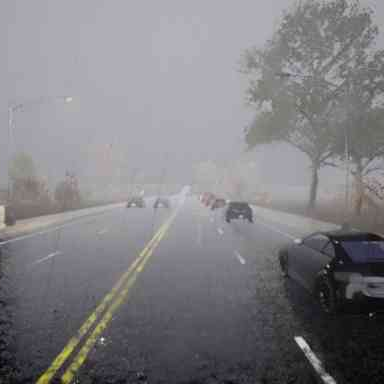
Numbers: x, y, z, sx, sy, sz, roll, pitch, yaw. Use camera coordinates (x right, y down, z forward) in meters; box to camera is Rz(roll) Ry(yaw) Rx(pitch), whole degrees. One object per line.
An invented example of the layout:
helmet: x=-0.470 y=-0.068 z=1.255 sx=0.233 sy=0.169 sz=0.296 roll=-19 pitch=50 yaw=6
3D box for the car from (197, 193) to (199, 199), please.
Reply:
car: x=2.734 y=1.185 z=71.345 sx=1.882 sy=1.535 sz=5.008 roll=0 pitch=0 yaw=-1

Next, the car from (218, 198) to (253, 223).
car: x=3.282 y=1.414 z=24.650 sx=1.837 sy=1.490 sz=4.892 roll=0 pitch=0 yaw=0

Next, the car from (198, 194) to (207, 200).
car: x=2.590 y=1.155 z=82.345 sx=1.837 sy=1.490 sz=4.892 roll=0 pitch=0 yaw=-1

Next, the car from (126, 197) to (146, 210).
car: x=-6.761 y=1.341 z=40.712 sx=2.128 sy=1.511 sz=4.902 roll=0 pitch=0 yaw=0

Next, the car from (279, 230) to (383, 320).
car: x=3.341 y=1.537 z=7.399 sx=1.994 sy=1.385 sz=4.181 roll=0 pitch=0 yaw=0

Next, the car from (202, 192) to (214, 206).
car: x=2.998 y=1.242 z=49.331 sx=2.033 sy=1.649 sz=4.856 roll=0 pitch=0 yaw=-1

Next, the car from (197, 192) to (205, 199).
car: x=2.447 y=0.944 z=93.313 sx=2.097 sy=1.767 sz=4.553 roll=0 pitch=0 yaw=-1

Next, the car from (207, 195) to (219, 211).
car: x=3.097 y=1.383 z=38.321 sx=1.812 sy=1.442 sz=4.674 roll=0 pitch=0 yaw=0

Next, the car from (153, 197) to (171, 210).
car: x=-3.503 y=1.345 z=39.442 sx=2.128 sy=1.511 sz=4.902 roll=0 pitch=0 yaw=0

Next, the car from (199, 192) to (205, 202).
car: x=2.875 y=0.982 z=60.370 sx=2.150 sy=2.045 sz=5.566 roll=0 pitch=0 yaw=-1
